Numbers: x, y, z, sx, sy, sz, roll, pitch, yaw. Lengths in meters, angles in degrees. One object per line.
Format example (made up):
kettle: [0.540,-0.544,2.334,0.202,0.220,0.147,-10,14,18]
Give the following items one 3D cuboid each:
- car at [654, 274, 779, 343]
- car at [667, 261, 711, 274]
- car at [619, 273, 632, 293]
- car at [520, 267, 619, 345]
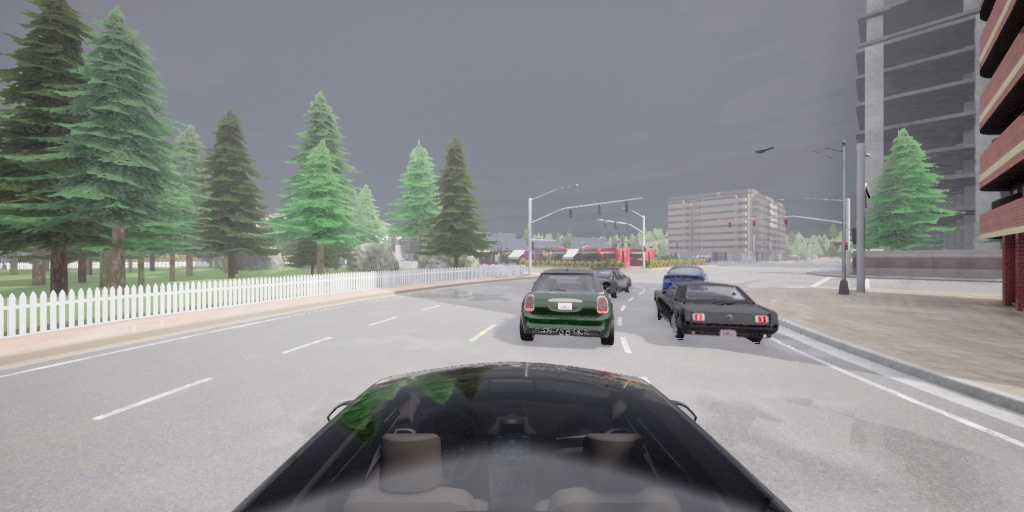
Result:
car: [5.132,1.351,9.774,1.895,1.301,4.718,0,0,14]
car: [9.082,1.228,18.605,1.882,1.535,5.008,0,0,30]
car: [4.827,1.297,18.552,2.033,1.411,5.357,0,0,29]
car: [1.598,1.102,9.792,2.097,1.767,4.553,0,0,12]
